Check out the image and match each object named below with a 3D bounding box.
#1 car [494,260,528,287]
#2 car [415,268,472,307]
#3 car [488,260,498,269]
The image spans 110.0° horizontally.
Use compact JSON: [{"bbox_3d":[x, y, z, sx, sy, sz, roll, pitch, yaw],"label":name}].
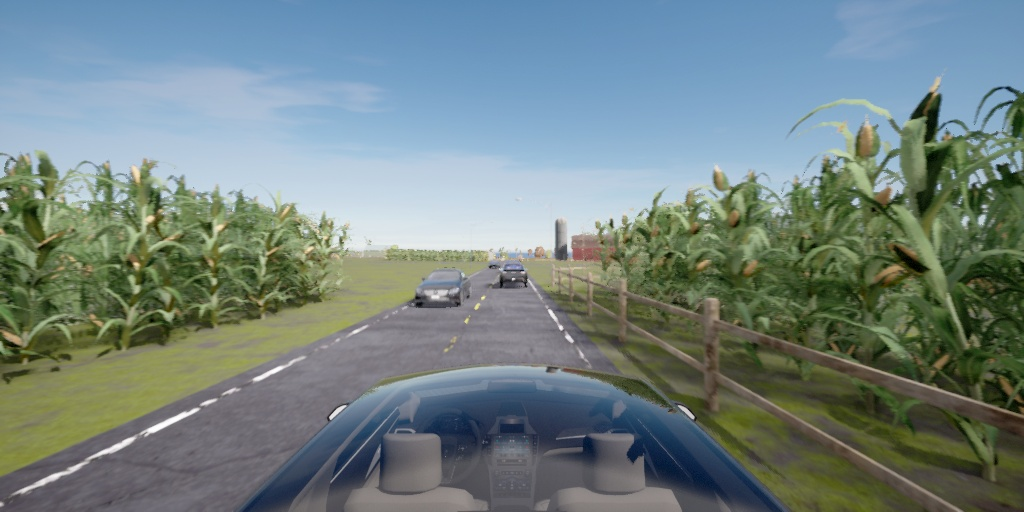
[{"bbox_3d":[0.104,1.247,24.728,2.128,1.511,4.902,0,0,0],"label":"car"},{"bbox_3d":[-2.847,1.277,15.666,1.812,1.442,4.674,0,0,0],"label":"car"},{"bbox_3d":[-2.778,1.344,57.485,2.033,1.411,5.357,0,0,1],"label":"car"}]
